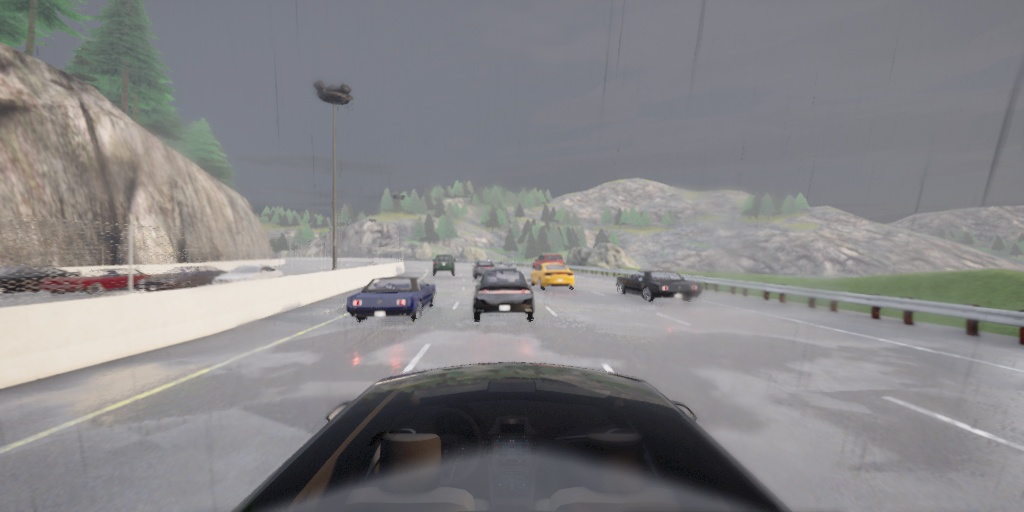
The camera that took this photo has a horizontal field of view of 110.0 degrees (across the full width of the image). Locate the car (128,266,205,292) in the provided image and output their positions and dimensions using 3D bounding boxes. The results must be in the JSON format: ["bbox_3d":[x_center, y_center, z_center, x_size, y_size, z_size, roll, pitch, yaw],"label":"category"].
[{"bbox_3d":[-18.683,1.277,20.977,2.033,1.411,5.357,0,0,-7],"label":"car"}]

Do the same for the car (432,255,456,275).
[{"bbox_3d":[-7.030,0.869,36.993,2.150,2.045,5.566,0,0,-11],"label":"car"}]

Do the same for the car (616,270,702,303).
[{"bbox_3d":[6.408,1.286,16.350,1.895,1.301,4.718,0,0,-5],"label":"car"}]

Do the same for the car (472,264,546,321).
[{"bbox_3d":[-0.329,1.207,12.273,2.128,1.511,4.902,0,0,-3],"label":"car"}]

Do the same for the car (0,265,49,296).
[{"bbox_3d":[-25.485,1.232,18.470,1.882,1.535,5.008,0,0,-6],"label":"car"}]

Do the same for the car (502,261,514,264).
[{"bbox_3d":[-0.811,1.219,41.360,1.895,1.301,4.718,0,0,-12],"label":"car"}]

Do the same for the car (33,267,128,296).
[{"bbox_3d":[-22.065,1.343,19.561,1.895,1.301,4.718,0,0,-6],"label":"car"}]

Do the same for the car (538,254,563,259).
[{"bbox_3d":[3.680,0.845,36.818,2.150,2.045,5.566,0,0,-11],"label":"car"}]

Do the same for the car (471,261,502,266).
[{"bbox_3d":[-2.433,1.149,31.019,2.128,1.511,4.902,0,0,-9],"label":"car"}]

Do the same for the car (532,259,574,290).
[{"bbox_3d":[2.349,1.154,21.858,1.882,1.535,5.008,0,0,-6],"label":"car"}]

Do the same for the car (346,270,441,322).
[{"bbox_3d":[-3.811,1.324,12.236,1.895,1.301,4.718,0,0,-3],"label":"car"}]

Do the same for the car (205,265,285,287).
[{"bbox_3d":[-15.173,1.248,21.016,1.812,1.442,4.674,0,0,-6],"label":"car"}]
